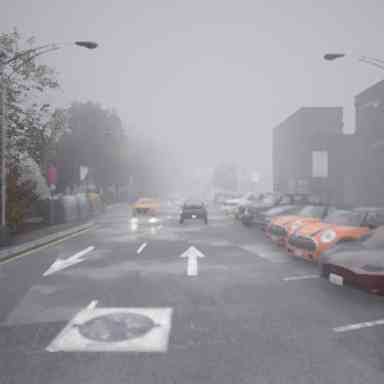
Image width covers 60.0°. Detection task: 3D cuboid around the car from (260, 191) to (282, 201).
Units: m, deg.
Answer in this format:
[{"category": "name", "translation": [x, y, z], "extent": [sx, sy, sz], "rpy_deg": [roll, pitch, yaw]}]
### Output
[{"category": "car", "translation": [18.419, 0.863, 77.873], "extent": [2.435, 2.045, 5.566], "rpy_deg": [0, 1, -21]}]

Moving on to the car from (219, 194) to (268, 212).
[{"category": "car", "translation": [5.363, 1.145, 34.830], "extent": [4.553, 1.767, 2.185], "rpy_deg": [1, 0, -20]}]

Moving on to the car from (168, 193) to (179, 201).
[{"category": "car", "translation": [-3.882, 0.965, 70.763], "extent": [2.097, 1.767, 4.553], "rpy_deg": [0, 0, 1]}]

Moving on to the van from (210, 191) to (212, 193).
[{"category": "van", "translation": [5.538, 0.986, 49.896], "extent": [4.442, 1.987, 1.878], "rpy_deg": [1, 0, -20]}]

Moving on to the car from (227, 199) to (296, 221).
[{"category": "car", "translation": [5.336, 1.345, 25.815], "extent": [4.792, 1.488, 2.163], "rpy_deg": [1, 1, -20]}]

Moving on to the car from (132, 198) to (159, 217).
[{"category": "car", "translation": [-4.040, 1.289, 29.492], "extent": [1.882, 1.535, 5.008], "rpy_deg": [0, 0, 0]}]

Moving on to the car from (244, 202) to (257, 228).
[{"category": "car", "translation": [5.331, 1.408, 16.822], "extent": [4.674, 1.452, 2.002], "rpy_deg": [1, 0, -20]}]

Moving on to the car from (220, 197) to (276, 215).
[{"category": "car", "translation": [5.359, 1.314, 31.817], "extent": [4.792, 1.488, 2.163], "rpy_deg": [1, 1, -20]}]

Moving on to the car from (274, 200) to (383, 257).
[{"category": "car", "translation": [5.350, 1.281, 10.824], "extent": [4.553, 1.767, 2.185], "rpy_deg": [1, 1, -20]}]

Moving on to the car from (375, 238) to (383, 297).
[{"category": "car", "translation": [5.309, 1.489, 4.813], "extent": [4.674, 1.452, 2.002], "rpy_deg": [1, 1, -20]}]

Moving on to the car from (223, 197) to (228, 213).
[{"category": "car", "translation": [5.180, 1.327, 22.758], "extent": [5.366, 1.575, 1.946], "rpy_deg": [1, 1, -20]}]

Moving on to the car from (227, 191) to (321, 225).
[{"category": "car", "translation": [5.334, 1.098, 19.799], "extent": [5.566, 2.045, 2.435], "rpy_deg": [1, 1, -20]}]

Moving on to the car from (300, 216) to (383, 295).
[{"category": "car", "translation": [5.284, 1.456, 7.805], "extent": [4.792, 1.488, 2.163], "rpy_deg": [1, 1, -20]}]

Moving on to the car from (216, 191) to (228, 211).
[{"category": "car", "translation": [5.352, 1.048, 28.815], "extent": [5.566, 2.045, 2.435], "rpy_deg": [1, 1, -20]}]

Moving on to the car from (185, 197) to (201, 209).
[{"category": "car", "translation": [0.144, 1.357, 41.736], "extent": [1.895, 1.301, 4.718], "rpy_deg": [0, 0, 0]}]

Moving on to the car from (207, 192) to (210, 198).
[{"category": "car", "translation": [5.253, 1.183, 55.796], "extent": [5.366, 1.575, 1.946], "rpy_deg": [1, 0, -20]}]

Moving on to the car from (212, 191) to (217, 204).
[{"category": "car", "translation": [5.452, 1.108, 43.848], "extent": [4.553, 1.767, 2.185], "rpy_deg": [1, 0, -20]}]

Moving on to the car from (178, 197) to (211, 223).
[{"category": "car", "translation": [0.121, 1.344, 23.972], "extent": [1.837, 1.490, 4.892], "rpy_deg": [0, 0, 0]}]

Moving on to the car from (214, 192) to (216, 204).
[{"category": "car", "translation": [5.372, 1.132, 37.831], "extent": [4.553, 1.767, 2.185], "rpy_deg": [1, 0, -20]}]

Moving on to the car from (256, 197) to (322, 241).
[{"category": "car", "translation": [5.358, 1.262, 13.825], "extent": [4.553, 1.767, 2.185], "rpy_deg": [1, 1, -20]}]

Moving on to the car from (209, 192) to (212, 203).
[{"category": "car", "translation": [5.416, 1.222, 46.852], "extent": [5.008, 1.535, 2.097], "rpy_deg": [1, 0, -20]}]
